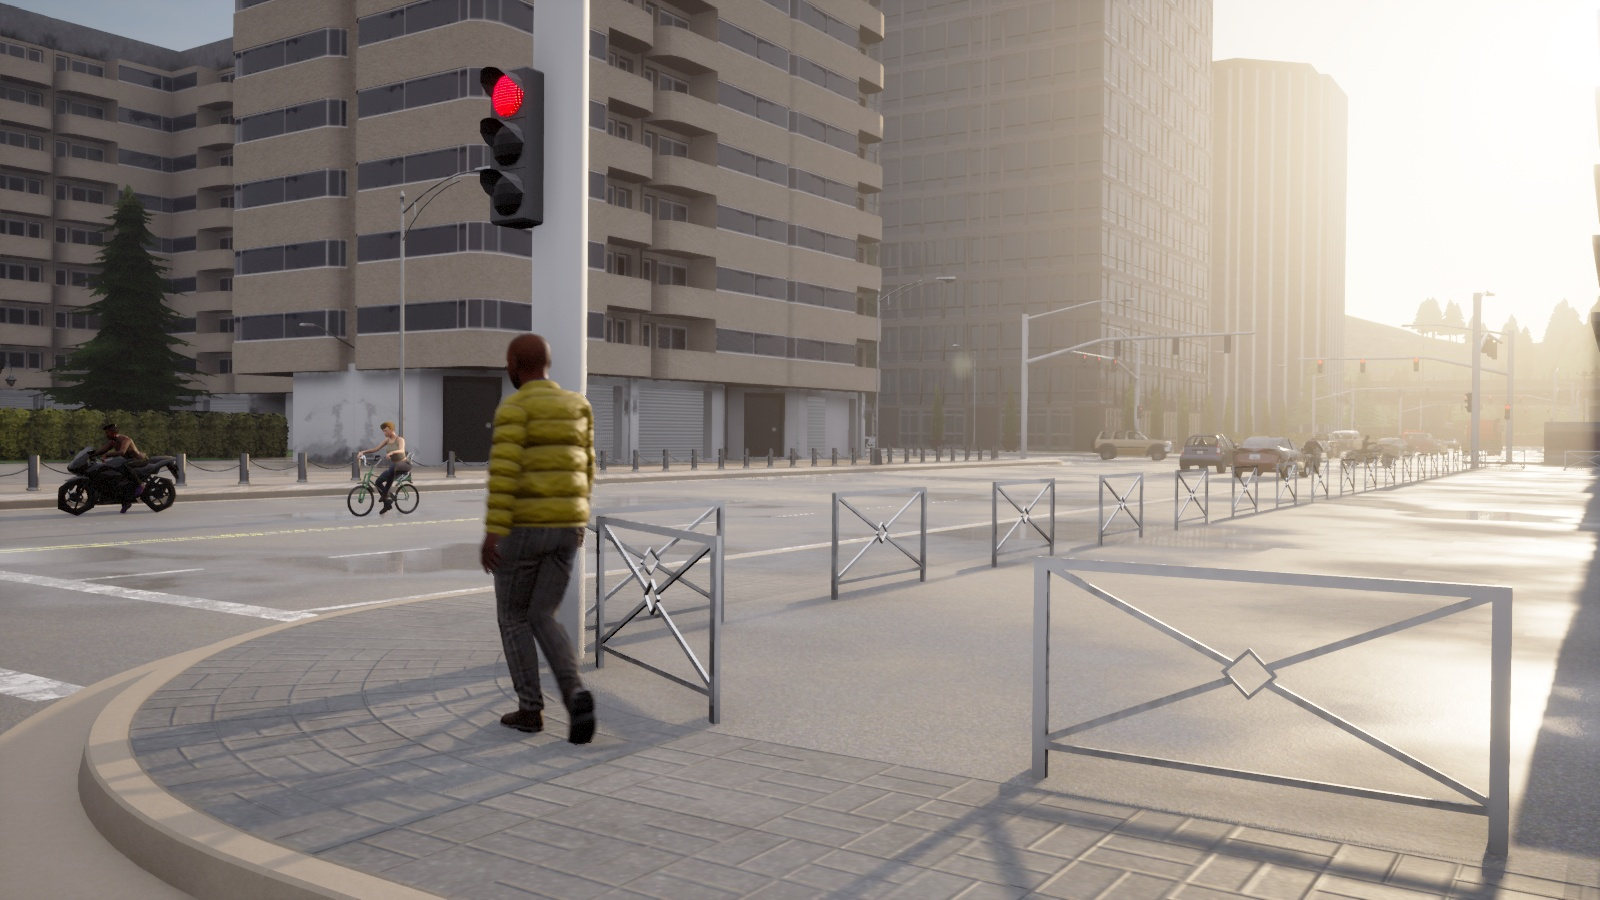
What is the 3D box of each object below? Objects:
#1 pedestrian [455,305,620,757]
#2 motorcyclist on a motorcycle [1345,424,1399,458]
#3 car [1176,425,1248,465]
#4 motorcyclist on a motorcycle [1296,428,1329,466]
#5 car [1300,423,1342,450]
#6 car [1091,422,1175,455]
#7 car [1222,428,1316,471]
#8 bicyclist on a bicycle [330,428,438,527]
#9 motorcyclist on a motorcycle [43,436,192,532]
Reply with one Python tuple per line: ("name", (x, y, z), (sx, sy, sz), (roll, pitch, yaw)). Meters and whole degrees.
("pedestrian", (-1.154, 0.325, 5.481), (0.370, 1.835, 0.726), (-1, 1, -42))
("motorcyclist on a motorcycle", (28.478, -0.460, 62.497), (2.350, 1.649, 0.766), (0, 1, 32))
("car", (17.102, -0.236, 52.056), (1.851, 1.617, 3.988), (0, 1, 33))
("motorcyclist on a motorcycle", (21.191, -0.134, 51.919), (0.866, 1.530, 2.191), (0, 1, 33))
("car", (36.743, -0.994, 88.571), (1.932, 1.855, 4.605), (0, 1, 33))
("car", (19.437, -0.660, 73.262), (4.605, 1.855, 1.932), (0, 1, 19))
("car", (17.128, -0.048, 45.693), (2.163, 1.488, 4.792), (0, 1, 33))
("bicyclist on a bicycle", (-7.076, 0.440, 21.409), (0.866, 1.612, 1.509), (0, 1, 33))
("motorcyclist on a motorcycle", (-11.443, 0.529, 21.112), (0.797, 1.523, 2.044), (0, 1, 33))
